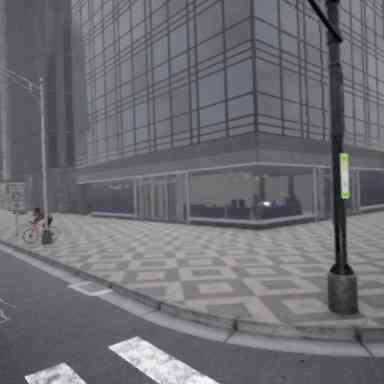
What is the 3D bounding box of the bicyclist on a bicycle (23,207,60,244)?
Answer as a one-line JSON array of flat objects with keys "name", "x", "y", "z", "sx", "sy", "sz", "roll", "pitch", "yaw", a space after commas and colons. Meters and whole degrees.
[{"name": "bicyclist on a bicycle", "x": -6.983, "y": 1.533, "z": 15.443, "sx": 1.656, "sy": 1.620, "sz": 0.582, "roll": -2, "pitch": 0, "yaw": -41}]
